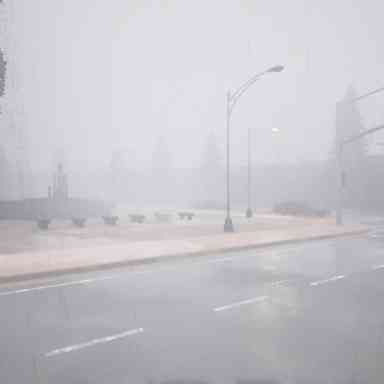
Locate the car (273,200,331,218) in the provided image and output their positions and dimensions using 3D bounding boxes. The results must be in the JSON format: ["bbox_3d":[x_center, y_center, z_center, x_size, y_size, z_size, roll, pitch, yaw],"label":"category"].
[{"bbox_3d":[10.063,1.547,30.886,2.033,1.411,5.357,0,0,-36],"label":"car"}]

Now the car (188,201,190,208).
[{"bbox_3d":[1.435,1.563,46.584,4.181,1.385,1.994,0,0,41],"label":"car"}]

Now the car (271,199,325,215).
[{"bbox_3d":[11.140,1.547,35.355,2.033,1.411,5.357,0,0,-36],"label":"car"}]

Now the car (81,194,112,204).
[{"bbox_3d":[-15.749,1.532,52.563,4.902,1.511,2.128,0,0,17],"label":"car"}]

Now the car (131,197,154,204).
[{"bbox_3d":[-9.175,1.564,61.164,4.181,1.385,1.994,0,0,22],"label":"car"}]

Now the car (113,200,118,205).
[{"bbox_3d":[-14.750,1.564,55.917,4.892,1.490,1.837,0,0,17],"label":"car"}]

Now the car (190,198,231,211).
[{"bbox_3d":[2.573,1.488,40.605,2.128,1.511,4.902,0,0,-43],"label":"car"}]
